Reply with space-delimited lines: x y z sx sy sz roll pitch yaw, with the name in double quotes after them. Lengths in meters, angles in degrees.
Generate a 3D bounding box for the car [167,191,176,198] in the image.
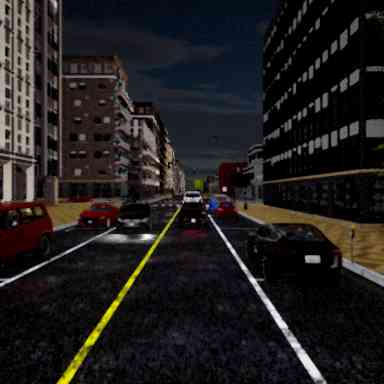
-5.696 0.780 93.566 2.192 1.841 5.009 0 0 0 "car"

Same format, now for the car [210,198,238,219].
2.658 1.411 26.476 1.802 1.307 4.206 0 0 0 "car"

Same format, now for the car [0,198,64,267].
-5.686 1.251 9.433 2.192 1.841 5.009 0 0 0 "car"

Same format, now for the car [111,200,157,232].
-3.101 1.398 19.384 1.812 1.442 4.674 0 0 0 "car"

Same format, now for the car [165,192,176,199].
-5.696 1.044 82.318 1.752 1.417 4.829 0 0 0 "car"

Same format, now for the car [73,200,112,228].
-5.689 1.408 20.813 1.887 1.381 4.507 0 0 0 "car"

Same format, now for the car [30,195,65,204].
-22.963 1.127 52.960 4.829 1.417 1.752 0 0 0 "car"

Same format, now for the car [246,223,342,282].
2.660 1.503 9.410 1.947 1.339 4.313 0 0 0 "car"

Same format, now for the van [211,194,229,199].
2.658 1.135 32.164 1.690 1.788 3.998 0 0 0 "van"

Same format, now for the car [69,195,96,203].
-17.471 1.194 52.974 4.206 1.307 1.802 0 0 0 "car"

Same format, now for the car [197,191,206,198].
2.684 0.780 93.568 2.192 1.841 5.009 0 0 0 "car"

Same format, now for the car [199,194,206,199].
2.684 1.073 88.030 1.802 1.307 4.206 0 0 0 "car"

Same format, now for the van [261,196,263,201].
14.894 1.035 61.437 3.998 1.788 1.690 0 0 0 "van"

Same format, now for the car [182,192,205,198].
0.081 0.981 38.012 2.150 2.045 5.566 0 1 0 "car"

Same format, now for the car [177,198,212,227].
0.086 1.365 21.710 1.837 1.490 4.892 0 1 0 "car"

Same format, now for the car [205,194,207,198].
2.685 1.071 77.121 1.752 1.417 4.829 0 0 0 "car"
